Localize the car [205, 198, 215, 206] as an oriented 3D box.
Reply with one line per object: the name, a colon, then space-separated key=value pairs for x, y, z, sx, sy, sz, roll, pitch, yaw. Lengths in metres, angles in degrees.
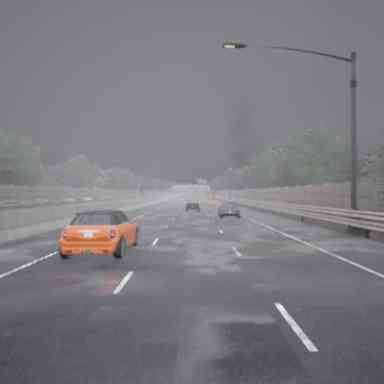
car: x=3.511 y=1.887 z=63.948 sx=1.801 sy=1.575 sz=5.366 roll=0 pitch=0 yaw=0

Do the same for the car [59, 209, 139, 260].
car: x=-3.397 y=1.449 z=13.038 sx=2.097 sy=1.767 sz=4.553 roll=0 pitch=0 yaw=0

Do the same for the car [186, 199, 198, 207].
car: x=0.010 y=1.941 z=60.012 sx=2.033 sy=1.411 sz=5.357 roll=0 pitch=0 yaw=0

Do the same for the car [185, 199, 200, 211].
car: x=0.108 y=1.792 z=46.271 sx=1.882 sy=1.535 sz=5.008 roll=0 pitch=0 yaw=0

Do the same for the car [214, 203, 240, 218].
car: x=3.547 y=1.795 z=32.706 sx=1.994 sy=1.385 sz=4.181 roll=0 pitch=0 yaw=1
